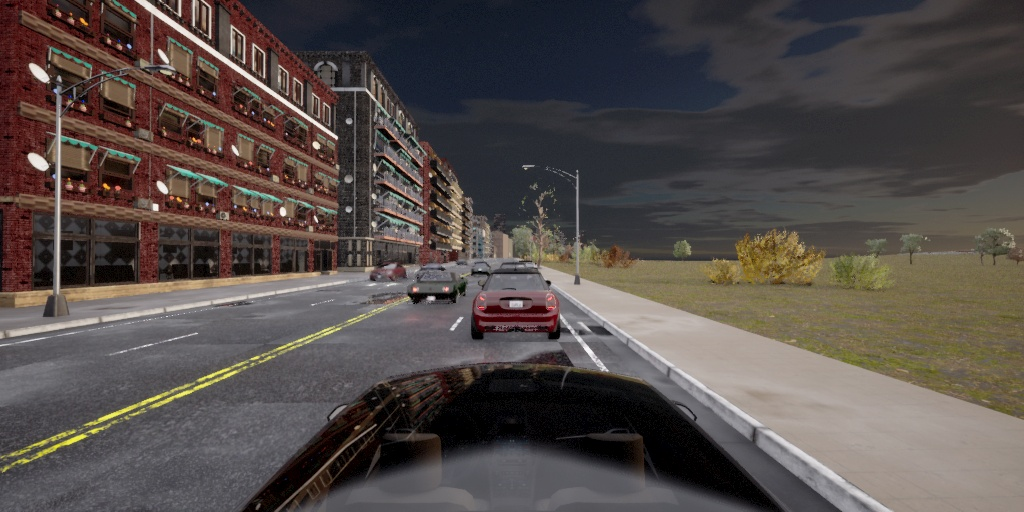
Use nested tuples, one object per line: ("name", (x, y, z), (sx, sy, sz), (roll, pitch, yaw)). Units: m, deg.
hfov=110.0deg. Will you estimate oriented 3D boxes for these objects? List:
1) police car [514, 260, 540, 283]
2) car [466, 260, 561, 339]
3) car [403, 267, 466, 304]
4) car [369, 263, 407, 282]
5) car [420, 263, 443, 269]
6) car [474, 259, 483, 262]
("police car", (1.108, 1.179, 29.453), (1.930, 1.638, 5.238), (0, 0, 0))
("car", (0.083, 1.104, 10.185), (2.097, 1.767, 4.553), (0, 0, 0))
("car", (-3.167, 1.353, 16.250), (1.895, 1.301, 4.718), (0, 0, 0))
("car", (-9.880, 1.279, 29.016), (1.812, 1.442, 4.674), (0, 0, 0))
("car", (-6.631, 1.318, 29.992), (1.994, 1.385, 4.181), (0, 0, 0))
("car", (-3.187, 1.318, 38.062), (1.994, 1.385, 4.181), (0, 0, 0))
